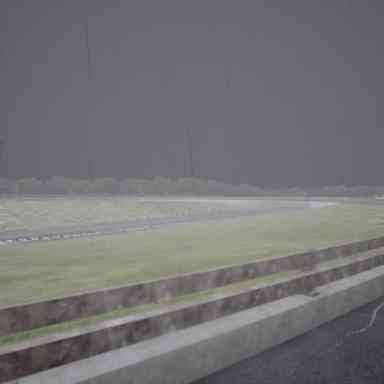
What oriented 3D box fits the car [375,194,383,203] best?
[{"bbox_3d":[42.744,1.476,74.103,2.150,2.045,5.566,0,-1,4],"label":"car"}]
